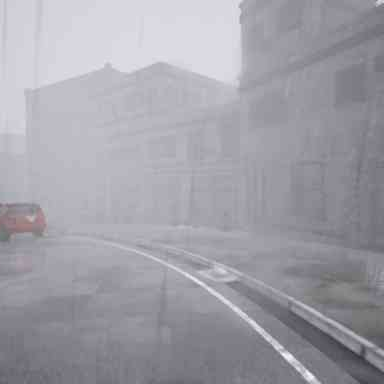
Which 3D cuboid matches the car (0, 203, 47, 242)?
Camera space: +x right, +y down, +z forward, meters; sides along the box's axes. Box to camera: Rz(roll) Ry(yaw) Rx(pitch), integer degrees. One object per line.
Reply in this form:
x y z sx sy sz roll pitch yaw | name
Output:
-10.907 1.702 19.840 5.566 2.045 2.150 -2 1 37 | car
